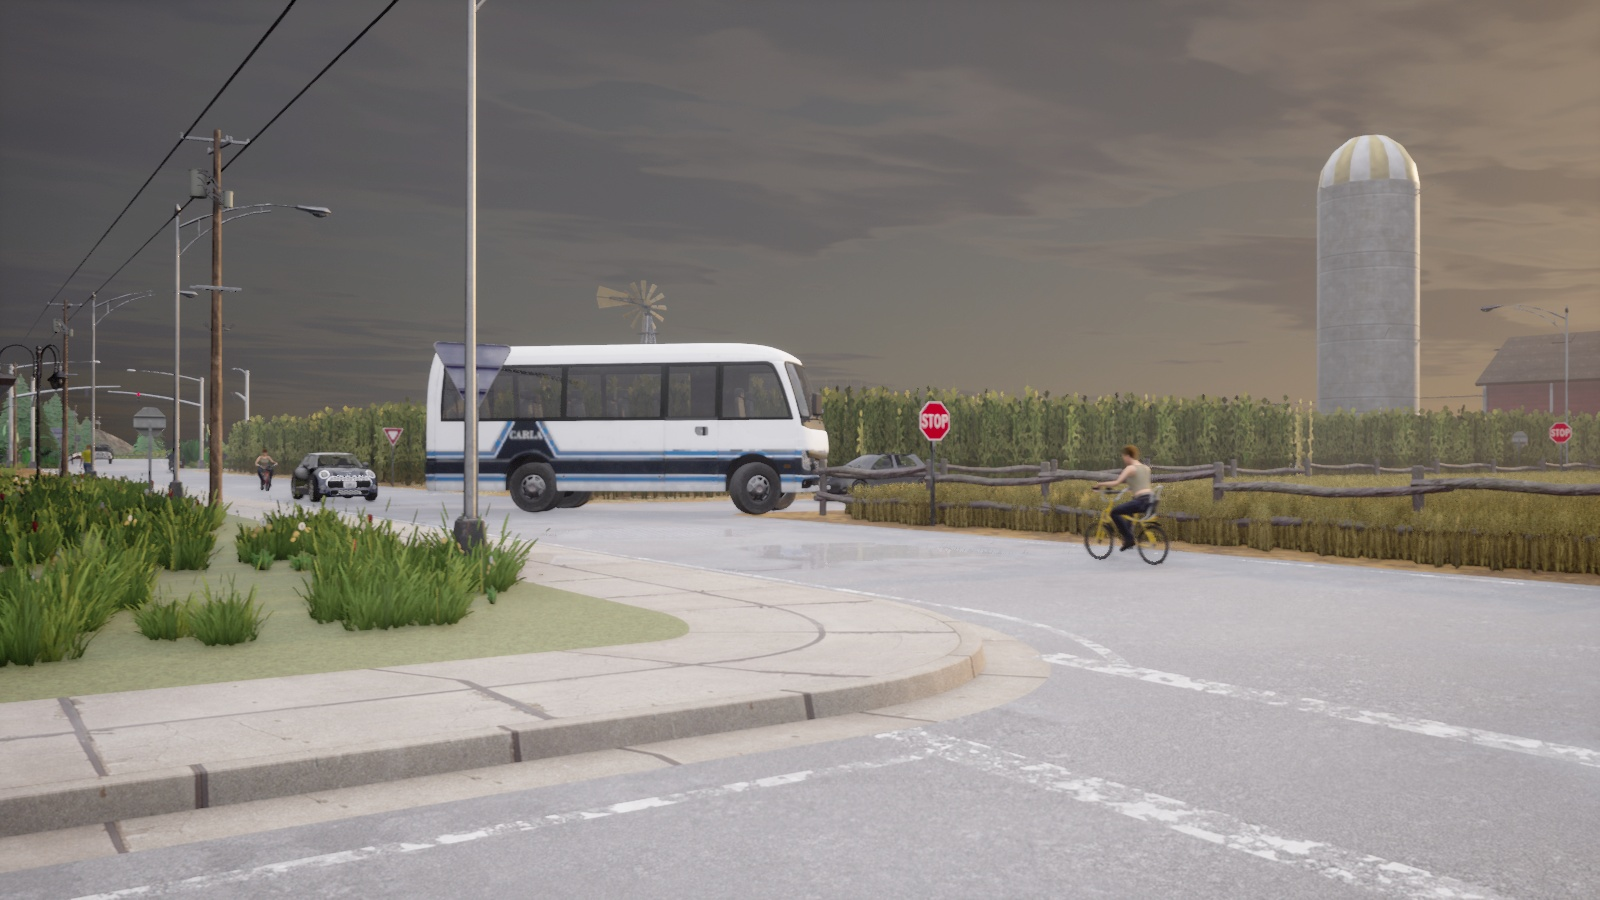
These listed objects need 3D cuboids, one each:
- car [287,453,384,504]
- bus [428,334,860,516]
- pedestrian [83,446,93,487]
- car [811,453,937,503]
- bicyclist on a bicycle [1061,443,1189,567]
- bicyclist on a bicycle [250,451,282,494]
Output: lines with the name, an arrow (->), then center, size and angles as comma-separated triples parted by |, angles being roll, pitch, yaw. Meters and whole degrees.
car -> -14.485, 0.842, 39.047 | 1.970, 1.475, 3.806 | 0, 0, -34
bus -> -3.815, -0.545, 32.208 | 10.273, 4.253, 3.944 | 0, 0, 10
pedestrian -> -32.348, 0.732, 57.059 | 0.354, 1.836, 0.706 | 0, 0, -27
car -> 2.381, 0.865, 40.040 | 3.633, 1.501, 1.845 | 0, 0, -34
bicyclist on a bicycle -> 4.443, 0.722, 17.231 | 0.866, 1.612, 1.509 | 0, 0, -34
bicyclist on a bicycle -> -20.218, 0.846, 47.538 | 0.866, 1.612, 1.509 | 0, 0, -34
